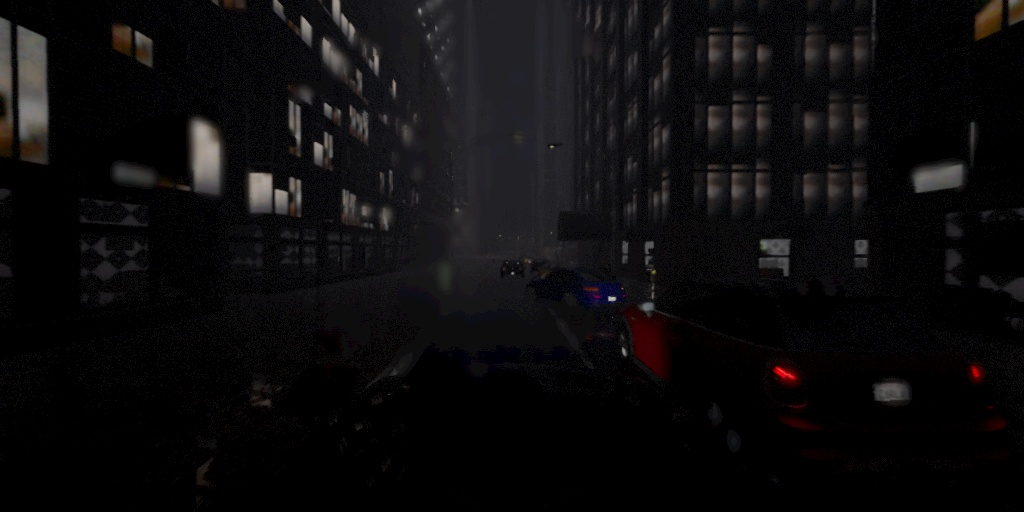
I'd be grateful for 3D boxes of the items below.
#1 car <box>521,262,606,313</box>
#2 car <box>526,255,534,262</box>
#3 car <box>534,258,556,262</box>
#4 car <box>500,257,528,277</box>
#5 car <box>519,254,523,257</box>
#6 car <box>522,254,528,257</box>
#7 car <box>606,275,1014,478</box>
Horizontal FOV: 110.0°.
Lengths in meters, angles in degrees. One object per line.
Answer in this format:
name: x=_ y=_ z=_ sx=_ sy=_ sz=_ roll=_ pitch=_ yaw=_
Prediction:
car: x=2.226 y=1.122 z=13.254 sx=1.812 sy=1.442 sz=4.674 roll=0 pitch=1 yaw=-23
car: x=2.553 y=0.871 z=33.504 sx=1.888 sy=1.381 sz=4.507 roll=0 pitch=0 yaw=0
car: x=2.557 y=1.000 z=22.572 sx=1.751 sy=1.417 sz=4.829 roll=0 pitch=0 yaw=0
car: x=0.057 y=0.985 z=29.156 sx=1.895 sy=1.301 sz=4.718 roll=0 pitch=1 yaw=0
car: x=0.072 y=0.792 z=43.426 sx=1.895 sy=1.301 sz=4.718 roll=0 pitch=1 yaw=0
car: x=2.544 y=0.551 z=55.878 sx=1.751 sy=1.417 sz=4.829 roll=0 pitch=0 yaw=0
car: x=2.987 y=1.060 z=4.945 sx=2.097 sy=1.767 sz=4.553 roll=0 pitch=1 yaw=0
